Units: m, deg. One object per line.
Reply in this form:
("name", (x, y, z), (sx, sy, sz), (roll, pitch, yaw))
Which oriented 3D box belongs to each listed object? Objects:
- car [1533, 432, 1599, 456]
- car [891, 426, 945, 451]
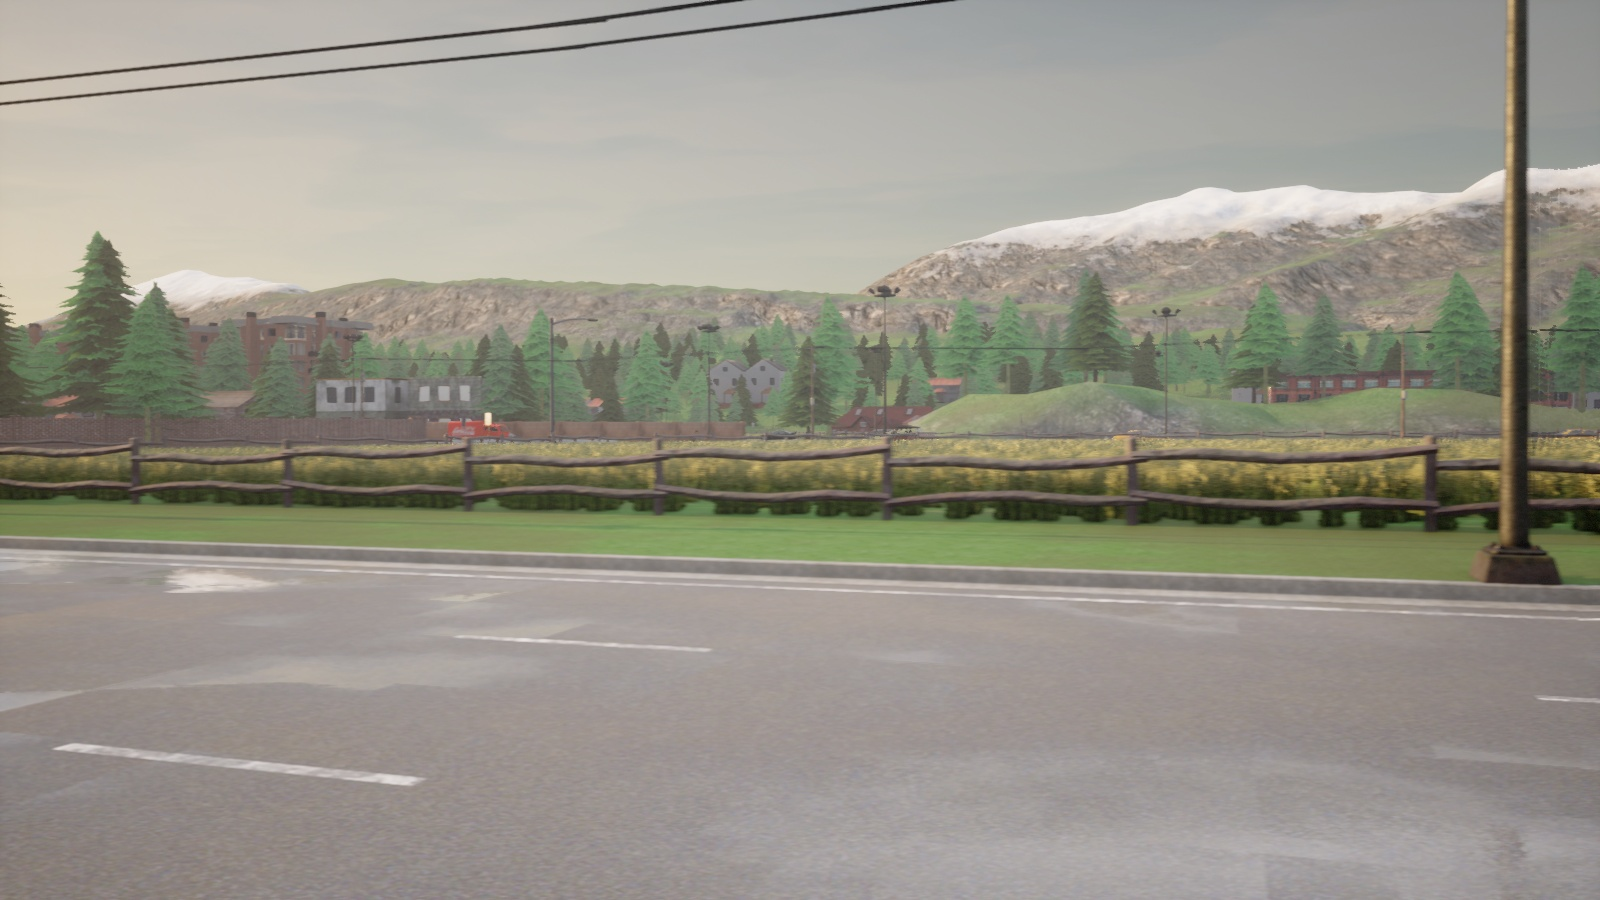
("car", (52.219, -0.381, 83.885), (5.366, 1.575, 1.801), (1, 1, 18))
("car", (9.201, -0.915, 98.136), (3.866, 1.878, 1.905), (1, 1, 18))
